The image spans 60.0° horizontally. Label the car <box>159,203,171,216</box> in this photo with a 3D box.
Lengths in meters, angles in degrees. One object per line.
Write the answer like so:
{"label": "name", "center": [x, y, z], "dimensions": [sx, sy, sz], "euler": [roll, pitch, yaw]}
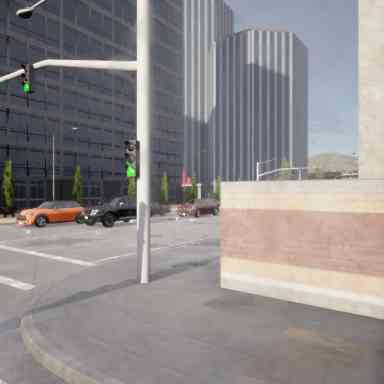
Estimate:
{"label": "car", "center": [-4.175, 1.603, 30.864], "dimensions": [2.033, 1.411, 5.357], "euler": [0, 0, 36]}

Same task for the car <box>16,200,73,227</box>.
{"label": "car", "center": [-9.701, 1.407, 23.169], "dimensions": [2.097, 1.767, 4.553], "euler": [0, 0, 36]}

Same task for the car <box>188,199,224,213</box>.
{"label": "car", "center": [1.750, 1.560, 39.094], "dimensions": [1.837, 1.490, 4.892], "euler": [0, 0, 36]}

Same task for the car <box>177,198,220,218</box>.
{"label": "car", "center": [0.584, 1.407, 31.485], "dimensions": [2.097, 1.767, 4.553], "euler": [0, 0, 36]}

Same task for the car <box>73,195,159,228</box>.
{"label": "car", "center": [-5.145, 1.277, 23.516], "dimensions": [2.150, 2.045, 5.566], "euler": [0, 0, 36]}
